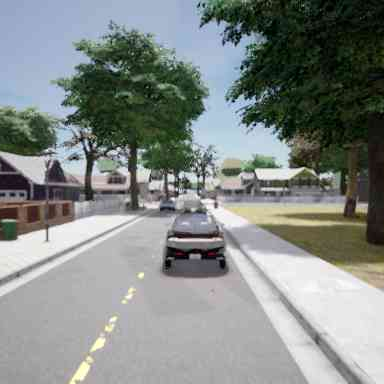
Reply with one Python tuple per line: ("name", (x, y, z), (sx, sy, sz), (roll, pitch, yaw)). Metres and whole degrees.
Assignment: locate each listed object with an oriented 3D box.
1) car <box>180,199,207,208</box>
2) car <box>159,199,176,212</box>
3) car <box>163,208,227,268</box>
("car", (0.099, 1.371, 26.630), (2.097, 1.767, 4.553), (0, 0, 0))
("car", (-2.825, 1.575, 39.458), (2.033, 1.411, 5.357), (0, 0, 0))
("car", (0.094, 1.501, 11.271), (2.128, 1.511, 4.902), (0, 0, 0))
